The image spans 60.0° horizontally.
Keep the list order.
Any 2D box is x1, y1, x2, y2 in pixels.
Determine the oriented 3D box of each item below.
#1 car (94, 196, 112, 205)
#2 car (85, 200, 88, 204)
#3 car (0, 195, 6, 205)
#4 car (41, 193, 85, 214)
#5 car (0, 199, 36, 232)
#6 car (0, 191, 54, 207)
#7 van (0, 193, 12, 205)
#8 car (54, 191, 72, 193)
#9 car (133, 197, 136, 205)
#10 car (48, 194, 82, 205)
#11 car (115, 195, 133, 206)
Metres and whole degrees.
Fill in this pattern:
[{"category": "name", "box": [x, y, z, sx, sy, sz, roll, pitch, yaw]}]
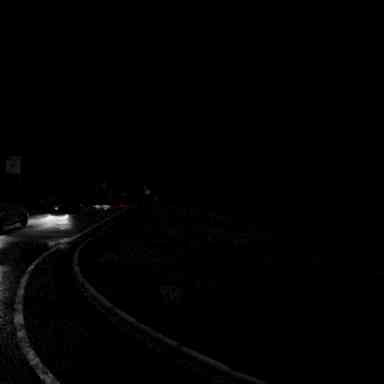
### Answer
[{"category": "car", "box": [-13.644, 1.345, 51.470, 2.033, 1.411, 5.357, 0, -1, -5]}, {"category": "car", "box": [-20.150, 1.355, 55.610, 5.366, 1.575, 1.946, 0, -1, -5]}, {"category": "car", "box": [-32.528, 1.267, 52.277, 5.366, 1.575, 1.946, 0, -1, -5]}, {"category": "car", "box": [-11.876, 1.153, 31.059, 2.128, 1.511, 4.902, 0, 0, -5]}, {"category": "car", "box": [-10.757, 1.318, 18.562, 1.812, 1.442, 4.674, 0, 1, -4]}, {"category": "car", "box": [-18.616, 0.931, 37.580, 4.553, 1.767, 2.185, 0, -1, -6]}, {"category": "van", "box": [-32.492, 1.112, 55.092, 4.442, 1.987, 1.878, 0, -1, -5]}, {"category": "car", "box": [-19.204, 0.871, 43.505, 5.566, 2.045, 2.435, 0, -1, -6]}, {"category": "car", "box": [-11.069, 1.546, 59.290, 1.895, 1.301, 4.718, 0, 0, -5]}, {"category": "car", "box": [-20.088, 1.161, 52.689, 4.553, 1.767, 2.185, 0, -1, -5]}, {"category": "car", "box": [-10.134, 1.262, 48.887, 1.837, 1.490, 4.892, 0, -1, -5]}]
